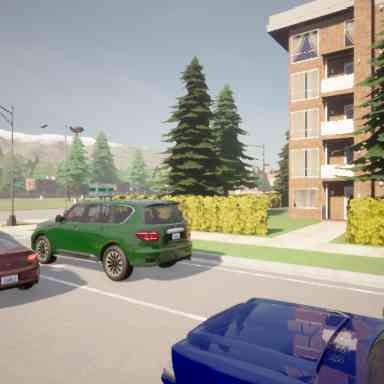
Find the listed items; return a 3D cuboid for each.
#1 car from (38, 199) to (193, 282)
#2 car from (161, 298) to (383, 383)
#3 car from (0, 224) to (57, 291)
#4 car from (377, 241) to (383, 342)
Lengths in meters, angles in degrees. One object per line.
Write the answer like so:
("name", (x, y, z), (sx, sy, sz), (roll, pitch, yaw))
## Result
("car", (-2.580, 1.221, 10.071), (5.566, 2.045, 2.150), (0, 0, 36))
("car", (2.054, 1.601, 2.531), (4.718, 1.301, 1.895), (0, 0, 35))
("car", (-5.385, 1.526, 7.779), (4.674, 1.442, 1.812), (0, 0, 36))
("car", (5.091, 1.564, 4.665), (4.181, 1.385, 1.994), (0, 0, 35))
